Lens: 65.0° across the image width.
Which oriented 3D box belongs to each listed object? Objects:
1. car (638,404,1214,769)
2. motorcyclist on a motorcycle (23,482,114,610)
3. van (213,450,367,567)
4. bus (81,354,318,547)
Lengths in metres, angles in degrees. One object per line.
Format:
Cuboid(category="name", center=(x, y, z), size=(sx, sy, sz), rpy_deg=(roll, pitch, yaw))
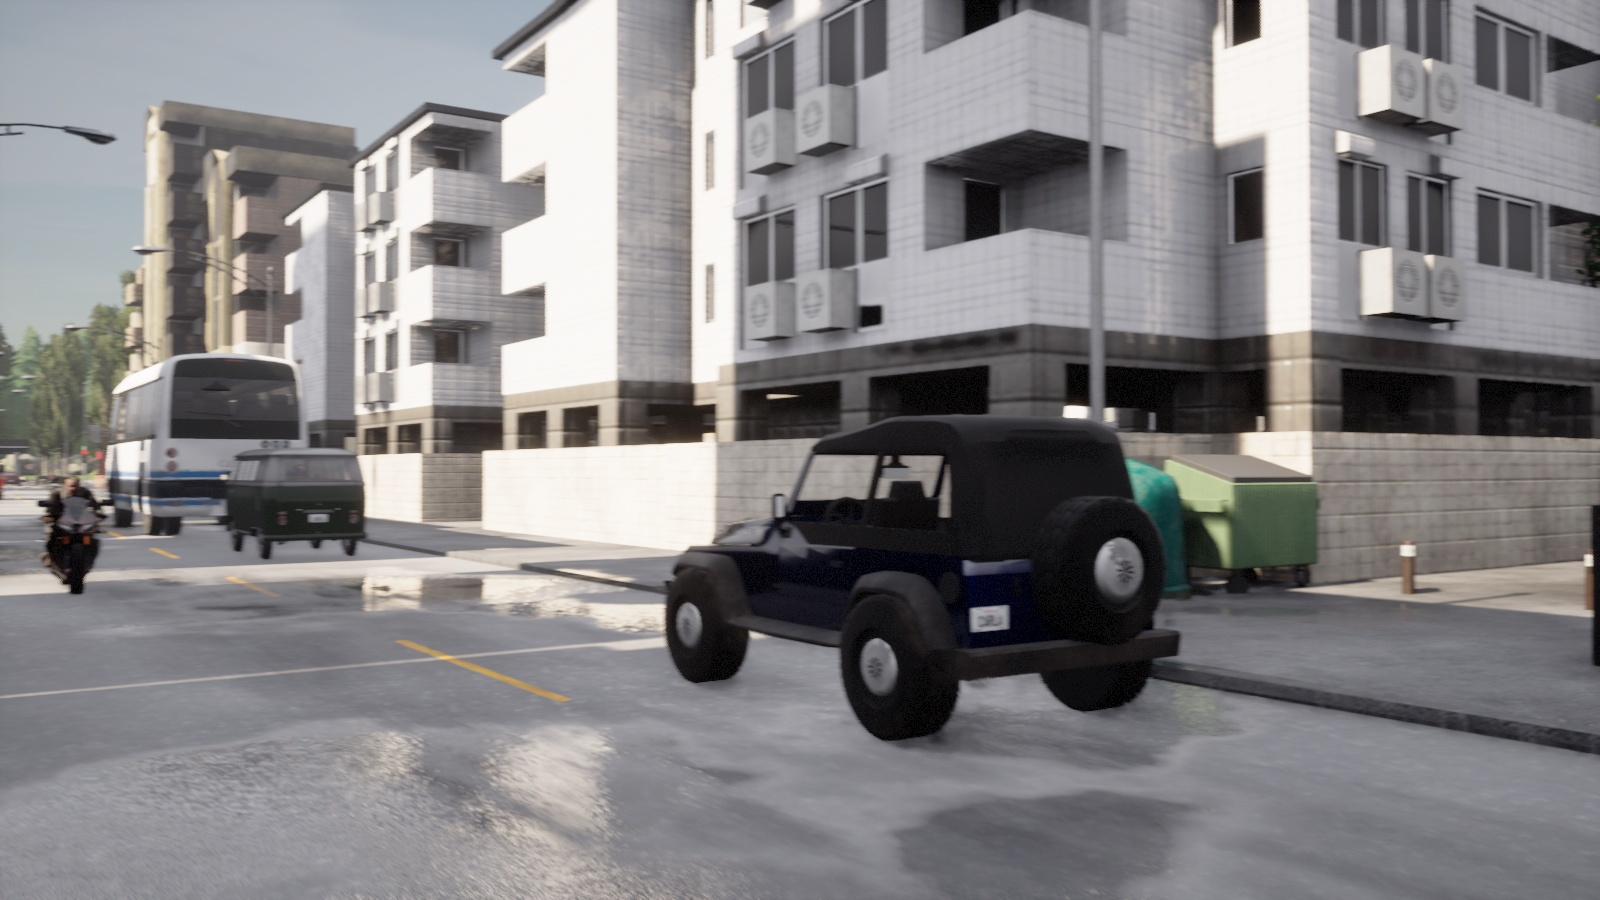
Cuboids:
Cuboid(category="car", center=(0.611, 0.735, 8.612), size=(1.905, 1.878, 3.866), rpy_deg=(0, -1, -33))
Cuboid(category="motorcyclist on a motorcycle", center=(-9.590, 1.197, 16.413), size=(0.866, 1.530, 2.191), rpy_deg=(0, -1, -34))
Cuboid(category="van", center=(-9.662, 1.027, 23.587), size=(1.775, 1.987, 4.442), rpy_deg=(0, -1, -34))
Cuboid(category="bus", center=(-16.046, 0.106, 32.937), size=(3.944, 4.253, 10.273), rpy_deg=(0, -1, -35))
